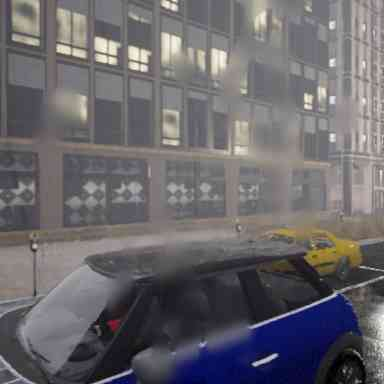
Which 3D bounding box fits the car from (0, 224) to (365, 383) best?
[{"bbox_3d":[-0.454,1.348,3.038,4.553,1.767,2.097,0,0,-35],"label":"car"}]
